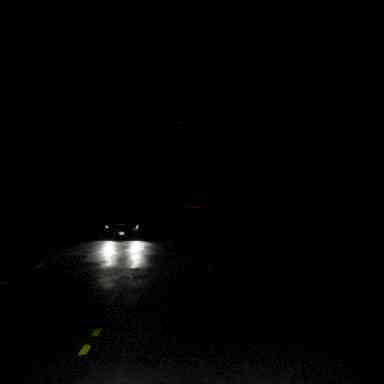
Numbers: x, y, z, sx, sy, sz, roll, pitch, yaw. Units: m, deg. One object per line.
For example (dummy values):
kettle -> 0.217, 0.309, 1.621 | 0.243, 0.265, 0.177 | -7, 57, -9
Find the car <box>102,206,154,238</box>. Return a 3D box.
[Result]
car -> -3.098, 1.431, 17.345 | 2.033, 1.411, 5.357 | 0, 0, 0

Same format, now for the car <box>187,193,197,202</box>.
car -> -0.007, 1.048, 61.963 | 1.837, 1.490, 4.892 | 0, 0, 0

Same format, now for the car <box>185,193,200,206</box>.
car -> 0.093, 1.132, 47.661 | 1.882, 1.535, 5.008 | 0, 1, 0
